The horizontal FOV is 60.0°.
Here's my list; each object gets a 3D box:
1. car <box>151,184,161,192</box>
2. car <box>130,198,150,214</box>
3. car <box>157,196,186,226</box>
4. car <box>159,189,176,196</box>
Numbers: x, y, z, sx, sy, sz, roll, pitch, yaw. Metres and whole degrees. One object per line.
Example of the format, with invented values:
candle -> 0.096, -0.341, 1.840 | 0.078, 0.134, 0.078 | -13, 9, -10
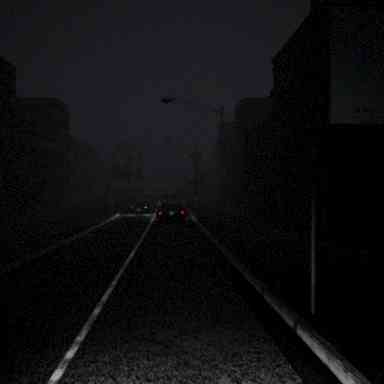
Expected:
car -> -8.191, -1.034, 76.025 | 2.097, 1.767, 4.553 | -1, 3, -4
car -> -5.461, 1.441, 35.366 | 1.812, 1.442, 4.674 | -1, 2, -4
car -> -1.563, 1.495, 25.228 | 2.097, 1.767, 4.553 | -1, 1, -4
car -> -2.748, 0.914, 42.420 | 2.097, 1.767, 4.553 | -1, 3, -4
